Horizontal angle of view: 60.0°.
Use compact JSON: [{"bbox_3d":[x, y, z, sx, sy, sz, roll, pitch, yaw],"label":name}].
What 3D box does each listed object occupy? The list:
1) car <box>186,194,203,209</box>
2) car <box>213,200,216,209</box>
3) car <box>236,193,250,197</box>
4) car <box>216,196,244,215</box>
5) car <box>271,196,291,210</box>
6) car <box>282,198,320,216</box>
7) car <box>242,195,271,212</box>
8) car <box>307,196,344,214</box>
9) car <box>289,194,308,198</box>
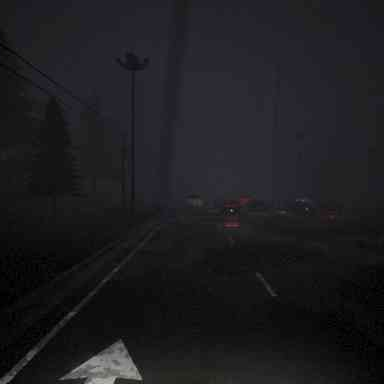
[{"bbox_3d":[0.344,1.221,44.655,2.150,2.045,5.566,0,0,1],"label":"car"},{"bbox_3d":[3.824,1.547,44.432,2.033,1.411,5.357,0,0,1],"label":"car"},{"bbox_3d":[7.352,1.221,48.317,2.150,2.045,5.566,0,0,1],"label":"car"},{"bbox_3d":[3.787,1.505,34.053,1.837,1.490,4.892,0,0,0],"label":"car"},{"bbox_3d":[10.819,1.547,43.269,2.033,1.411,5.357,0,0,0],"label":"car"},{"bbox_3d":[10.783,1.564,33.181,1.994,1.385,4.181,0,0,0],"label":"car"},{"bbox_3d":[7.313,1.478,38.305,1.882,1.535,5.008,0,0,1],"label":"car"},{"bbox_3d":[14.295,1.492,35.307,2.128,1.511,4.902,0,0,0],"label":"car"},{"bbox_3d":[14.342,1.221,45.555,2.150,2.045,5.566,0,0,0],"label":"car"}]
